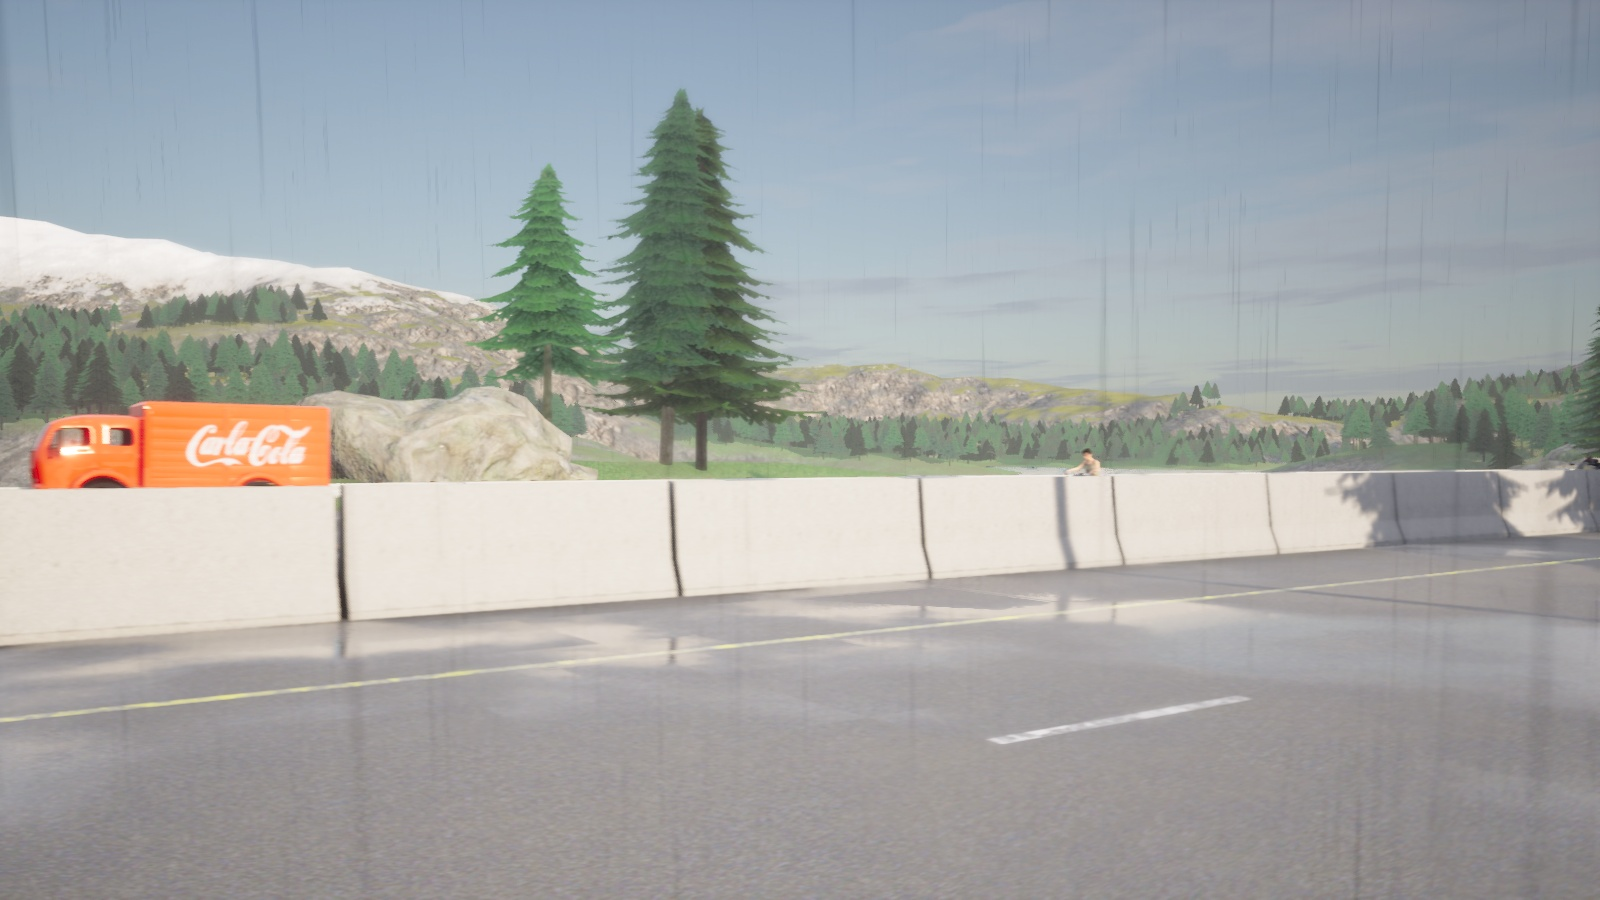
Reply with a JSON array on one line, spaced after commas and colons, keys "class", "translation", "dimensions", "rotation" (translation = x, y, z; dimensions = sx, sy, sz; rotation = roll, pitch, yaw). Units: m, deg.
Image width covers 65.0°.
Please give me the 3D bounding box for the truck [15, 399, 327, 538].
[{"class": "truck", "translation": [-12.405, 0.348, 24.876], "dimensions": [5.204, 2.467, 2.627], "rotation": [0, 0, -35]}]
